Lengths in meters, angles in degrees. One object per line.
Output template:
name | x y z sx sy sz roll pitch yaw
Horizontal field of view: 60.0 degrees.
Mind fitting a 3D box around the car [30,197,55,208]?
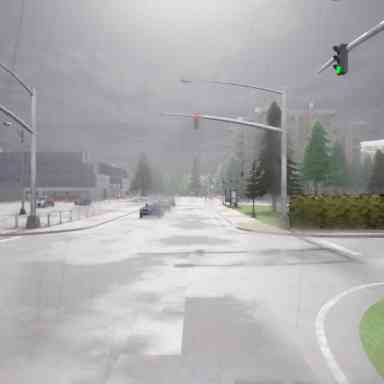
car | -20.481 1.384 45.651 1.970 1.475 3.806 0 0 0

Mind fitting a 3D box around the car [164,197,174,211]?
car | -3.568 1.564 40.272 1.994 1.385 4.181 0 0 0

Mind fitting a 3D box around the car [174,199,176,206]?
car | -3.520 1.478 50.755 1.882 1.535 5.008 0 0 0

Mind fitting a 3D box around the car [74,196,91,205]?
car | -17.424 1.374 53.040 1.845 1.501 3.633 0 0 0

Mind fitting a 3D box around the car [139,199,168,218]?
car | -3.581 1.601 30.276 1.895 1.301 4.718 0 0 0
